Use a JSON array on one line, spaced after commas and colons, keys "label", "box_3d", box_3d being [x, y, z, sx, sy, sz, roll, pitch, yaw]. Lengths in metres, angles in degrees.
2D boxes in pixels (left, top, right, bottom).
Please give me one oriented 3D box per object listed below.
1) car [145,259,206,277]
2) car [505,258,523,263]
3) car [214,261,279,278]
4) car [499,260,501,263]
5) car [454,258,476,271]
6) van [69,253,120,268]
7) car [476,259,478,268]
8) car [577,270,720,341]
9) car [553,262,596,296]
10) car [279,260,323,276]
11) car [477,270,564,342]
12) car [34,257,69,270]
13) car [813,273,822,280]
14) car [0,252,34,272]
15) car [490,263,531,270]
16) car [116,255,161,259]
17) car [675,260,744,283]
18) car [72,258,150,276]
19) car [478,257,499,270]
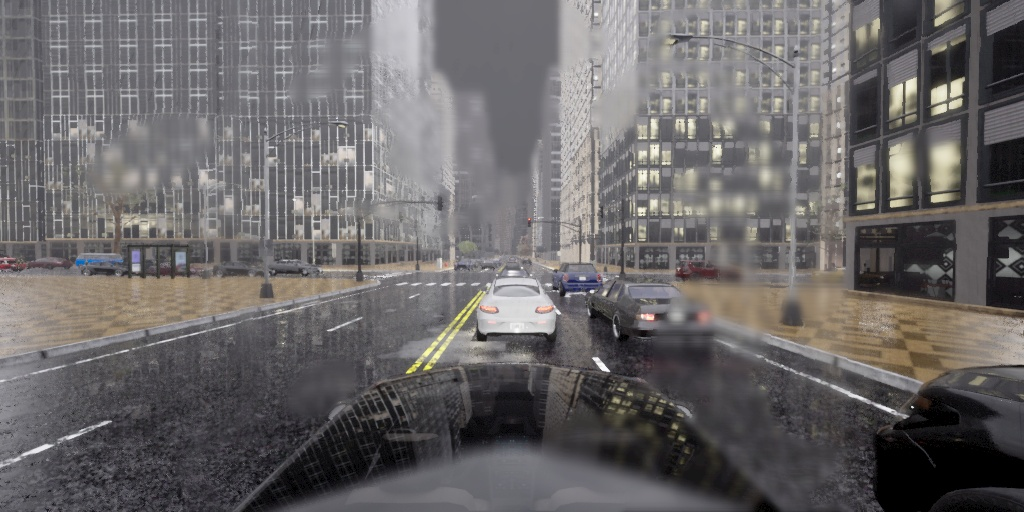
[{"label": "car", "box_3d": [-28.391, 1.138, 30.437, 4.207, 1.307, 1.802, 0, 0, 1]}, {"label": "car", "box_3d": [0.097, 1.207, 50.067, 2.128, 1.511, 4.902, 0, 0, 1]}, {"label": "car", "box_3d": [-22.707, 1.174, 30.299, 4.313, 1.339, 1.948, 0, 0, 1]}, {"label": "car", "box_3d": [-3.277, 1.304, 61.015, 1.895, 1.301, 4.718, 0, 0, 0]}, {"label": "car", "box_3d": [-6.584, 1.068, 49.272, 2.097, 1.767, 4.553, 0, 0, 1]}, {"label": "van", "box_3d": [-45.256, 0.605, 39.285, 3.998, 1.789, 1.690, 0, 0, 1]}, {"label": "car", "box_3d": [-6.539, 1.211, 58.369, 1.837, 1.490, 4.892, 0, 0, 0]}, {"label": "car", "box_3d": [3.359, 1.294, 9.810, 2.033, 1.411, 5.357, 0, 0, 0]}, {"label": "car", "box_3d": [3.364, 1.093, 19.195, 2.097, 1.767, 4.553, 0, 0, 0]}, {"label": "car", "box_3d": [-20.002, 1.080, 32.950, 4.902, 1.511, 2.128, 1, 1, 1]}, {"label": "car", "box_3d": [0.106, 1.272, 9.671, 1.812, 1.442, 4.674, 0, 0, 0]}, {"label": "car", "box_3d": [-50.938, 0.793, 39.405, 4.207, 1.307, 1.802, 0, 0, 1]}, {"label": "car", "box_3d": [27.665, 1.579, 29.533, 4.829, 1.417, 1.751, 0, 0, 1]}, {"label": "car", "box_3d": [-49.262, 0.544, 33.619, 5.566, 2.045, 2.150, 0, 1, 2]}, {"label": "car", "box_3d": [0.114, 1.288, 18.916, 2.033, 1.411, 5.357, 0, 0, 0]}, {"label": "car", "box_3d": [-32.975, 0.948, 33.225, 5.008, 1.535, 1.882, 0, 1, 1]}, {"label": "car", "box_3d": [16.217, 1.269, 29.739, 5.009, 1.841, 2.192, 0, 0, 1]}, {"label": "car", "box_3d": [-34.072, 1.069, 30.615, 4.313, 1.339, 1.948, 0, 0, 1]}, {"label": "car", "box_3d": [-3.300, 1.262, 51.255, 2.033, 1.411, 5.357, 0, 0, 0]}]
